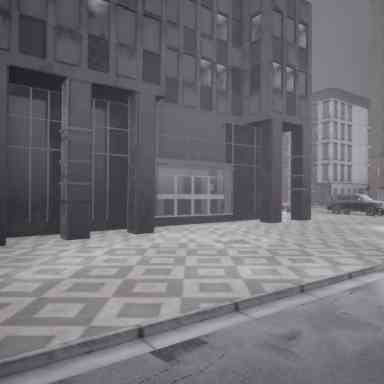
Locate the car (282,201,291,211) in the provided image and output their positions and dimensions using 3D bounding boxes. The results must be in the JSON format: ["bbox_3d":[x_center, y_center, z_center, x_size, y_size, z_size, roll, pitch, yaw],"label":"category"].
[{"bbox_3d":[9.964,1.497,39.999,1.812,1.442,4.674,1,0,-36],"label":"car"}]

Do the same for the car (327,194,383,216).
[{"bbox_3d":[15.793,1.190,31.880,2.150,2.045,5.566,1,-1,-36],"label":"car"}]
